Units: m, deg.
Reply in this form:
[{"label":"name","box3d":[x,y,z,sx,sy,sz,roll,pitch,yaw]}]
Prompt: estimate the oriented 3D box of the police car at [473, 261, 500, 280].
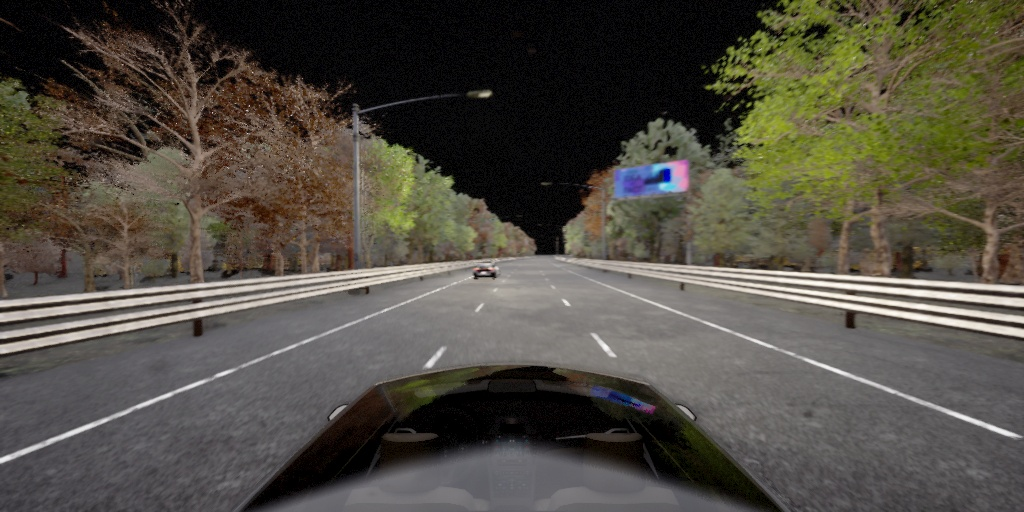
[{"label":"police car","box3d":[-2.233,1.284,32.351,2.038,1.542,4.974,-1,0,3]}]
